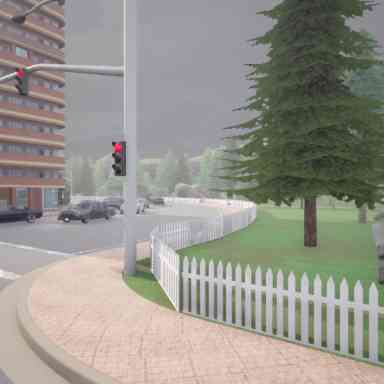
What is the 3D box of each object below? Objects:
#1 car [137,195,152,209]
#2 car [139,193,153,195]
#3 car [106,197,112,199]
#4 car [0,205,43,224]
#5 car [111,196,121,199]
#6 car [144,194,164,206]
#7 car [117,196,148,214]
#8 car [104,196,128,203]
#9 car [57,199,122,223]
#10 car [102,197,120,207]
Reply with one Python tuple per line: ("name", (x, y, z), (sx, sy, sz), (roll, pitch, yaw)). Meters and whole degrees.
("car", (-6.897, 1.470, 44.895), (1.812, 1.442, 4.674), (0, 0, -13))
("car", (-9.557, 1.166, 66.407), (2.150, 2.045, 5.566), (0, 0, -40))
("car", (-9.853, 1.492, 31.812), (2.033, 1.411, 5.357), (0, 0, 8))
("car", (-12.653, 1.545, 22.578), (1.895, 1.301, 4.718), (0, 0, 23))
("car", (-9.767, 1.492, 41.886), (2.033, 1.411, 5.357), (0, 0, -7))
("car", (-5.942, 1.449, 53.947), (1.837, 1.490, 4.892), (1, 0, -23))
("car", (-6.140, 1.470, 34.704), (1.812, 1.442, 4.674), (0, 0, 3))
("car", (-15.617, 1.492, 67.872), (5.357, 1.411, 2.033), (0, 0, 42))
("car", (-7.768, 1.492, 25.260), (2.033, 1.411, 5.357), (0, 0, 17))
("car", (-12.621, 1.508, 51.542), (1.994, 1.385, 4.181), (0, 0, -24))
